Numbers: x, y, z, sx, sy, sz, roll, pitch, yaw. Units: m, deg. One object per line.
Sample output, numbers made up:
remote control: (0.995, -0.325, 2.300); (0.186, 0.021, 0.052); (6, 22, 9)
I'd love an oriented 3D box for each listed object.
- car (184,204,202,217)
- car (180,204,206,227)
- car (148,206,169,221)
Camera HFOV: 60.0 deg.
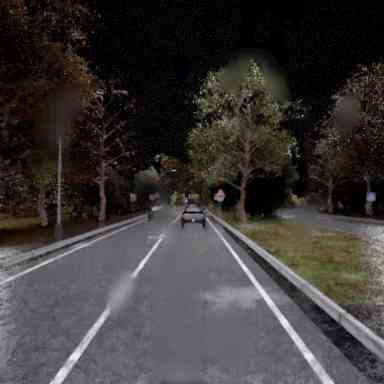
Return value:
car: (0.110, 2.311, 42.376); (2.128, 1.511, 4.902); (0, -1, 0)
car: (0.107, 1.918, 26.655); (2.128, 1.511, 4.902); (0, -2, 0)
car: (-3.336, 2.130, 33.741); (1.812, 1.442, 4.674); (0, -1, 0)
